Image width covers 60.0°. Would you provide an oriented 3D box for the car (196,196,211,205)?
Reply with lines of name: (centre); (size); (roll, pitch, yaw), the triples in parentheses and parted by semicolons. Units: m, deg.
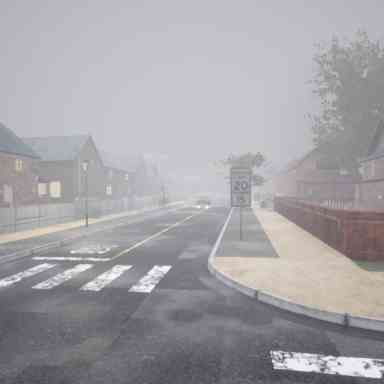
car: (1.868, 1.287, 50.794); (1.994, 1.385, 4.181); (-1, 0, 8)
